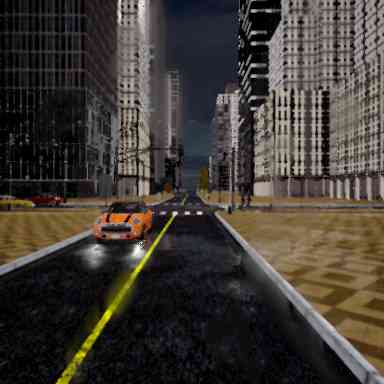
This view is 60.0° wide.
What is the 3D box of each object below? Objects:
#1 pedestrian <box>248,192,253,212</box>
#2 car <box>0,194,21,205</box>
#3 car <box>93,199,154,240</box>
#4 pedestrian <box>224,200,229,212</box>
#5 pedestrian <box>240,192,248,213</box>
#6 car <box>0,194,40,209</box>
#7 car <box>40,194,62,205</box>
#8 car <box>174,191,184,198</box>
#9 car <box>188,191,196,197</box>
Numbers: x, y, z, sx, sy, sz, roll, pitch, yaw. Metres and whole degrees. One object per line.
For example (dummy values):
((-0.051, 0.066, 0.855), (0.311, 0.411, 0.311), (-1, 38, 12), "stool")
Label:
((4.982, 0.887, 29.433), (0.375, 1.860, 0.375), (0, 0, 0), "pedestrian")
((-24.871, 0.983, 42.993), (4.403, 1.369, 2.008), (0, 0, -1), "car")
((-3.081, 1.184, 15.729), (2.097, 1.767, 4.553), (0, 1, 0), "car")
((3.251, 1.200, 30.036), (0.500, 1.100, 0.500), (0, 0, 0), "pedestrian")
((4.443, 0.856, 28.833), (0.375, 1.860, 0.375), (0, 0, 0), "pedestrian")
((-18.886, 1.050, 34.479), (4.829, 1.417, 1.752), (0, 0, -1), "car")
((-19.194, 0.905, 43.114), (4.097, 1.590, 1.967), (0, 0, -1), "car")
((-2.979, 0.520, 78.071), (2.097, 1.767, 4.553), (0, 1, 0), "car")
((0.023, 0.618, 85.314), (2.033, 1.411, 5.357), (0, 1, 0), "car")
